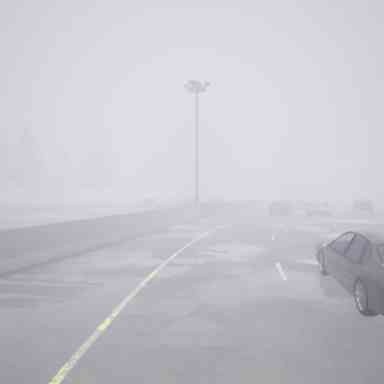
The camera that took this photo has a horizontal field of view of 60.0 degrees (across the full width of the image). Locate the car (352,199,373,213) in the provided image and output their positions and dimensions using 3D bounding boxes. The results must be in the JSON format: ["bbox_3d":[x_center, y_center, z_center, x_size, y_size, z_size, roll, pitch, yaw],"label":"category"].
[{"bbox_3d":[18.890,1.477,36.822,1.882,1.535,5.008,0,0,27],"label":"car"}]

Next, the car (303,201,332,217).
[{"bbox_3d":[11.806,1.600,30.725,1.895,1.301,4.718,0,0,27],"label":"car"}]

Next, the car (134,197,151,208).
[{"bbox_3d":[-6.587,1.555,48.787,1.837,1.490,4.892,0,0,28],"label":"car"}]

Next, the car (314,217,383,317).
[{"bbox_3d":[4.152,1.547,7.280,2.033,1.411,5.357,0,0,8],"label":"car"}]

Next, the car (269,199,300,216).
[{"bbox_3d":[8.831,1.492,32.537,2.128,1.511,4.902,0,0,26],"label":"car"}]

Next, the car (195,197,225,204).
[{"bbox_3d":[2.716,1.396,43.917,1.882,1.535,5.008,0,0,28],"label":"car"}]

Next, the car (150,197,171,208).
[{"bbox_3d":[-3.486,1.553,47.164,1.812,1.442,4.674,0,0,28],"label":"car"}]

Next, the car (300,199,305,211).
[{"bbox_3d":[13.242,1.547,41.259,2.033,1.411,5.357,0,0,28],"label":"car"}]

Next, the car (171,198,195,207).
[{"bbox_3d":[-0.385,1.512,45.540,1.882,1.535,5.008,0,0,28],"label":"car"}]
